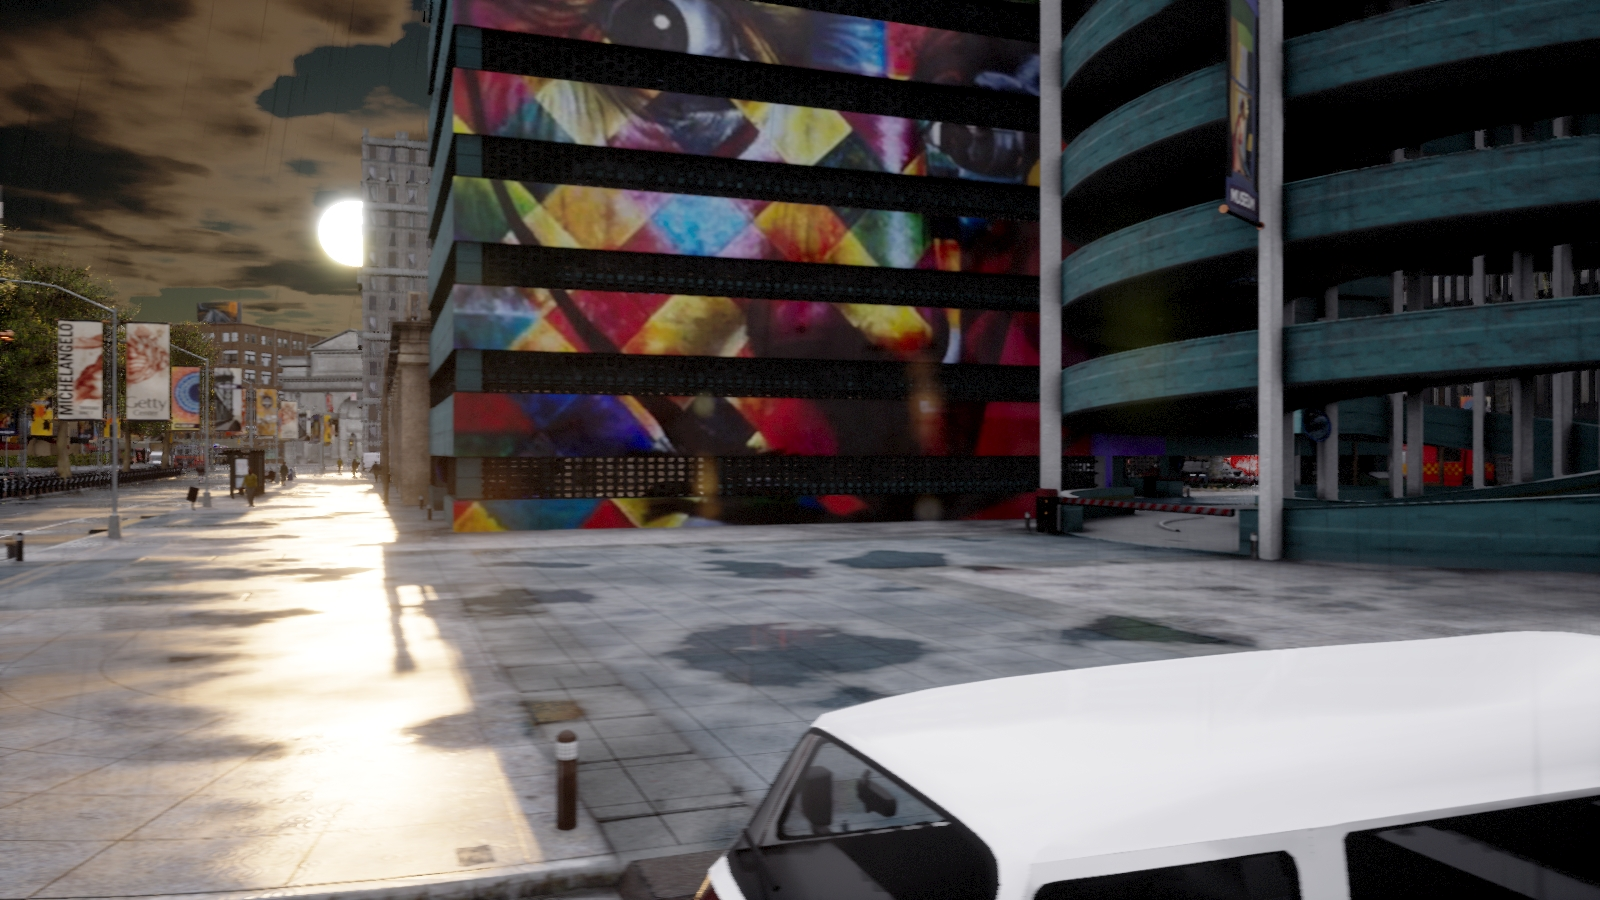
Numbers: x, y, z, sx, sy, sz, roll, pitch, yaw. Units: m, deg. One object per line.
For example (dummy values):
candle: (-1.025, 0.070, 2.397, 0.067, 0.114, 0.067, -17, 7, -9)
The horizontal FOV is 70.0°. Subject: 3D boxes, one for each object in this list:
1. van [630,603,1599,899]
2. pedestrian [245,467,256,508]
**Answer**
van: (1.830, 1.784, 3.995, 4.480, 2.038, 2.069, 0, 0, -20)
pedestrian: (-25.154, 1.696, 52.304, 0.375, 1.860, 0.375, 0, 0, -19)
